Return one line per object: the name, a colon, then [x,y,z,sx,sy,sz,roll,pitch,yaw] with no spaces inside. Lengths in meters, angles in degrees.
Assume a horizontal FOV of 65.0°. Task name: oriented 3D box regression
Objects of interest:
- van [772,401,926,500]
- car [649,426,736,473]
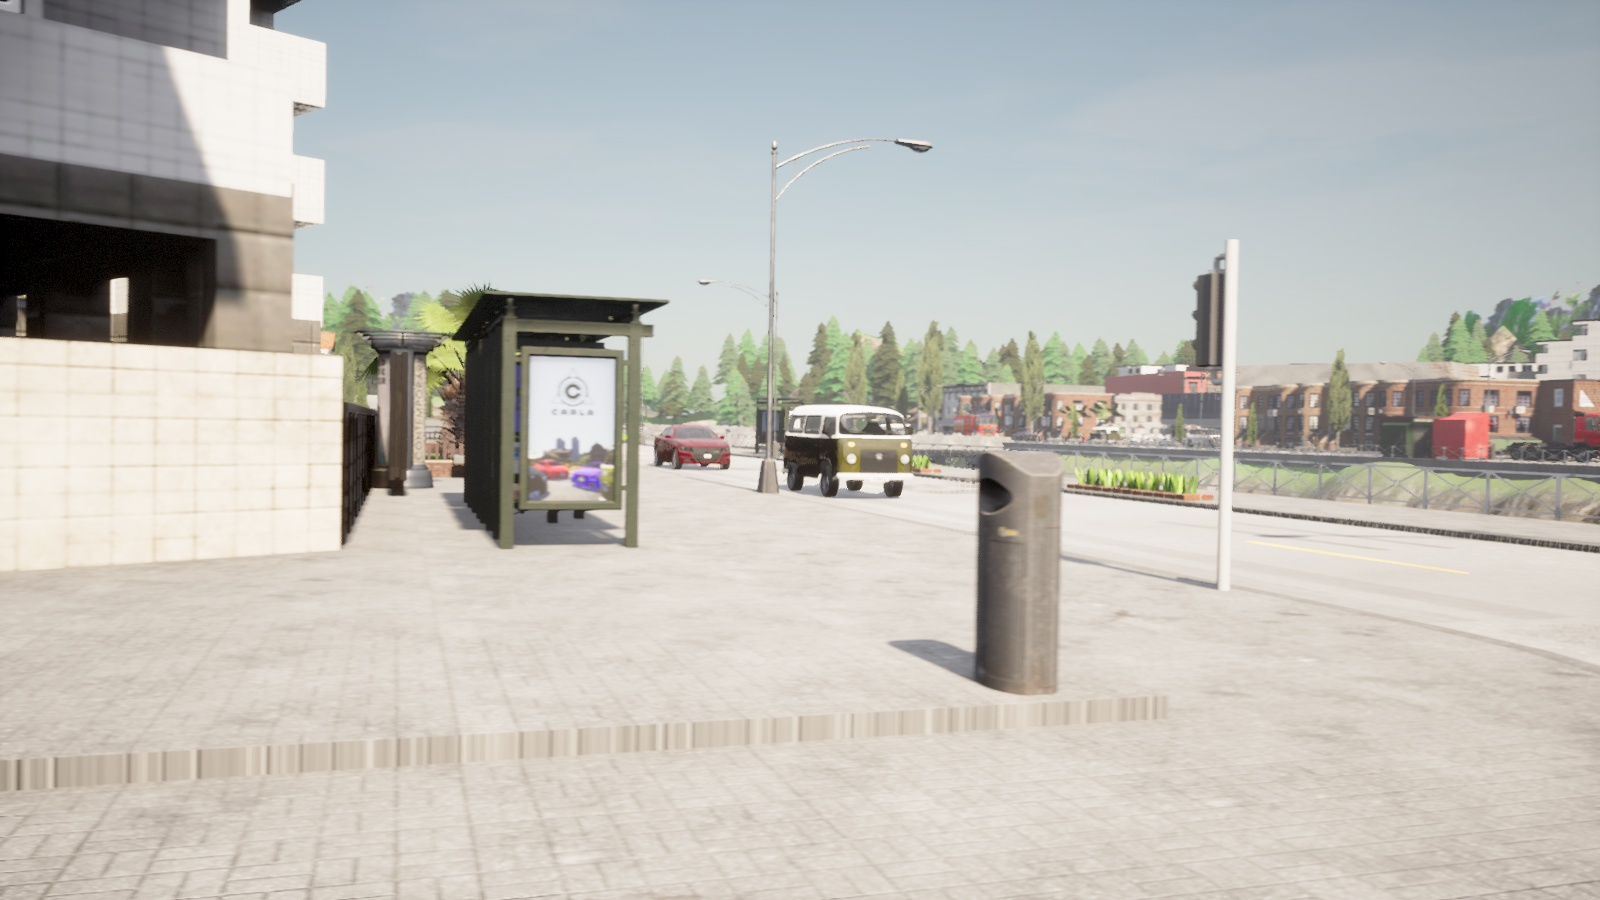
van: [1.012,-0.038,28.505,2.069,2.038,4.480,0,1,-18]
car: [-3.778,-0.065,43.346,1.882,1.535,5.008,0,1,-18]
